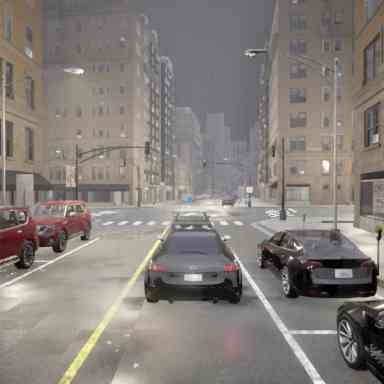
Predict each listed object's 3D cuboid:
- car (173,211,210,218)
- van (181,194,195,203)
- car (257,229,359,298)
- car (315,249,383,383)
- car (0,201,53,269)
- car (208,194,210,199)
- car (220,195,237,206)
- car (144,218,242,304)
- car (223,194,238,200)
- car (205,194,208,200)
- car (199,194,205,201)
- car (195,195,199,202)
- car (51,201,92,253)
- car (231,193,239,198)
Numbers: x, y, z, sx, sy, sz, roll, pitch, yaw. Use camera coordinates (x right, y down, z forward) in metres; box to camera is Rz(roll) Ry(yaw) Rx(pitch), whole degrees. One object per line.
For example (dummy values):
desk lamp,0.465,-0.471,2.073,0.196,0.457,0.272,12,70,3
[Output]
car,-0.019,1.595,17.012,1.895,1.301,4.718,0,0,0
van,-1.067,1.248,64.822,1.690,1.788,3.998,0,0,9
car,2.843,1.564,8.314,1.947,1.339,4.313,-1,0,0
car,2.852,1.565,2.807,1.947,1.339,4.313,-1,0,0
car,-5.685,1.313,8.294,2.192,1.841,5.009,-1,0,0
car,3.144,1.307,91.983,1.967,1.590,4.097,0,0,9
car,5.675,1.512,52.653,1.947,1.339,4.313,0,0,9
car,0.040,1.562,8.197,1.994,1.385,4.181,0,0,0
car,7.359,1.486,63.517,1.947,1.339,4.313,0,0,9
car,2.303,1.453,86.550,1.802,1.307,4.206,0,0,9
car,1.434,1.403,80.950,1.752,1.417,4.829,0,0,9
car,-0.224,1.335,70.255,1.967,1.590,4.097,0,0,9
car,-5.693,1.311,13.802,2.192,1.841,5.009,-1,0,0
car,10.726,1.200,85.244,2.192,1.841,5.009,0,0,9
